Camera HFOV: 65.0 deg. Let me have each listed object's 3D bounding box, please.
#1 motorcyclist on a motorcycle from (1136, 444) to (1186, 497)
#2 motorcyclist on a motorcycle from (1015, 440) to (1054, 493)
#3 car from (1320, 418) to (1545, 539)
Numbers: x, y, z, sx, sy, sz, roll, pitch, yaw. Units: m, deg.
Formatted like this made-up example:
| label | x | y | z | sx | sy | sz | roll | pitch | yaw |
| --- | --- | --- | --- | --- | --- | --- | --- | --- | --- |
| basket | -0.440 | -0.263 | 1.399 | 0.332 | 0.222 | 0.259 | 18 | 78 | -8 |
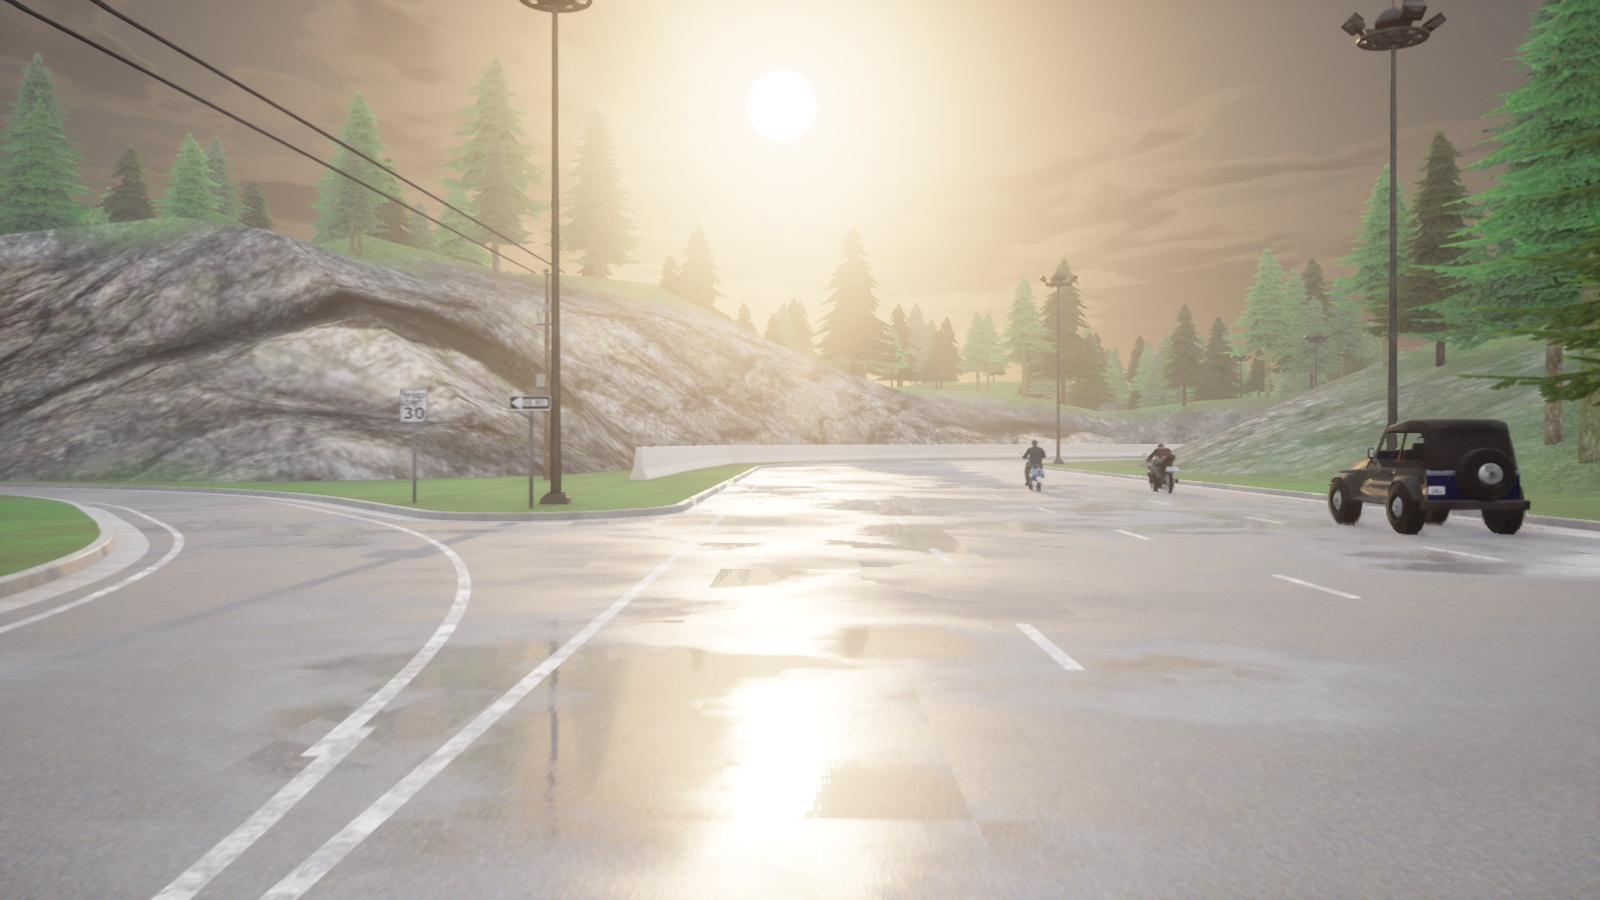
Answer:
| label | x | y | z | sx | sy | sz | roll | pitch | yaw |
| --- | --- | --- | --- | --- | --- | --- | --- | --- | --- |
| motorcyclist on a motorcycle | 10.728 | 0.579 | 37.349 | 0.866 | 1.530 | 2.191 | 0 | 0 | 0 |
| motorcyclist on a motorcycle | 7.237 | 0.487 | 38.832 | 0.866 | 1.590 | 1.817 | 0 | 0 | 0 |
| car | 10.638 | 0.430 | 21.472 | 1.905 | 1.878 | 3.866 | 0 | 0 | 0 |
